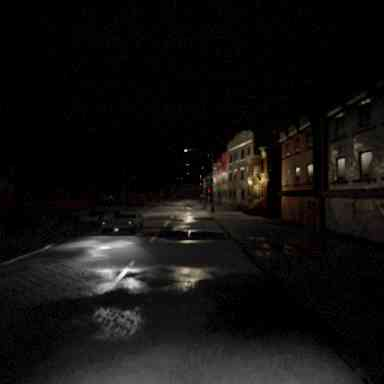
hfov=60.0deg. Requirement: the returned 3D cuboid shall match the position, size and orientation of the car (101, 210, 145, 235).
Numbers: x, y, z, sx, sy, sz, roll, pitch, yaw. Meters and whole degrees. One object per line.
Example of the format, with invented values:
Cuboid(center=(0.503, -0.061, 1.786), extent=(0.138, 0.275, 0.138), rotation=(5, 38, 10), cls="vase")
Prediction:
Cuboid(center=(-4.106, 1.781, 20.321), extent=(1.895, 1.301, 4.718), rotation=(0, -1, 0), cls="car")
